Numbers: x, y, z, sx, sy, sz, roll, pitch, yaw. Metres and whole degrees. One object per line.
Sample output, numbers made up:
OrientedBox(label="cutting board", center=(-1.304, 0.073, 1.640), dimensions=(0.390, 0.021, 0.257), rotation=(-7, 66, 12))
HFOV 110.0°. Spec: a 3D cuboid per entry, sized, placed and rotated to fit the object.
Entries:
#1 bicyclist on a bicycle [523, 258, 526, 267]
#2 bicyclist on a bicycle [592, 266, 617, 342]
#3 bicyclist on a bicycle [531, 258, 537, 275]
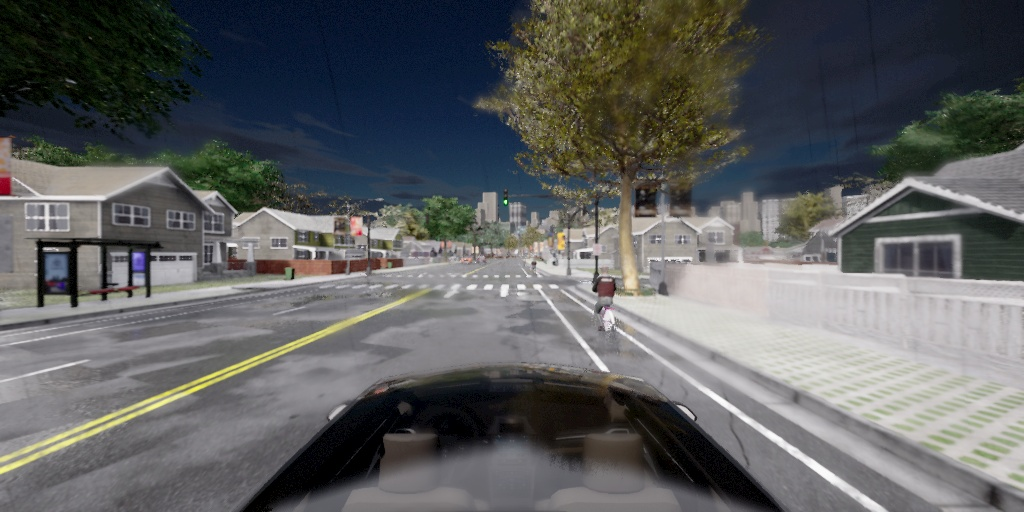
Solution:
OrientedBox(label="bicyclist on a bicycle", center=(2.270, 1.145, 65.215), dimensions=(0.866, 1.612, 1.509), rotation=(0, 0, 0))
OrientedBox(label="bicyclist on a bicycle", center=(2.249, 1.121, 8.892), dimensions=(0.659, 1.776, 1.843), rotation=(0, 0, 0))
OrientedBox(label="bicyclist on a bicycle", center=(2.257, 1.113, 36.884), dimensions=(0.659, 1.776, 1.843), rotation=(0, 0, 0))
